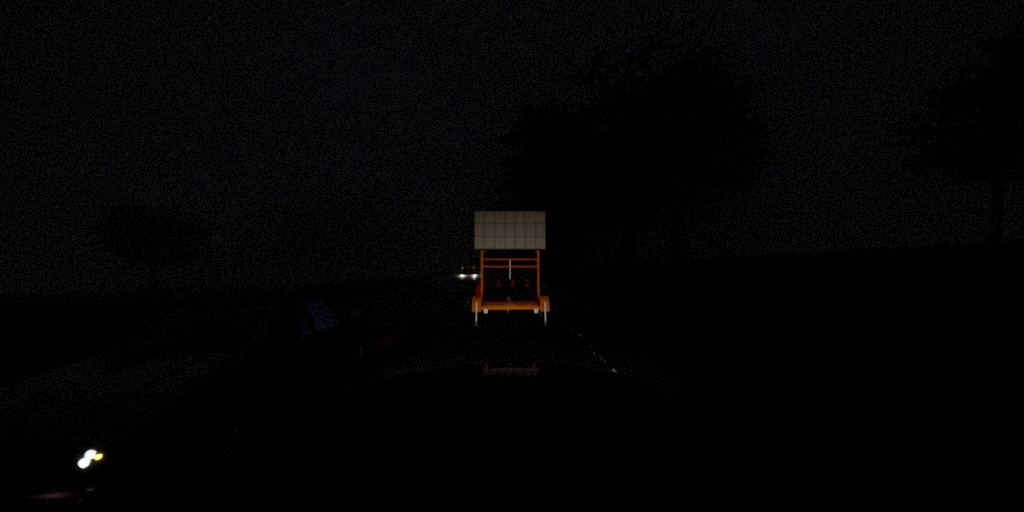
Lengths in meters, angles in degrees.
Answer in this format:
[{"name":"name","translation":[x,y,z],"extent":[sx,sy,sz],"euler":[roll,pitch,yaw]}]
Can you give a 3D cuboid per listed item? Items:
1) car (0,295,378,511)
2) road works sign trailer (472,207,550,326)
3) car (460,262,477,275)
[{"name":"car","translation":[-3.625,1.296,4.994],"extent":[2.033,1.411,5.357],"euler":[0,0,0]},{"name":"road works sign trailer","translation":[-0.066,0.225,11.701],"extent":[2.380,3.560,2.880],"euler":[0,0,-2]},{"name":"car","translation":[-5.807,1.573,47.928],"extent":[2.097,1.767,4.553],"euler":[0,-1,-5]}]
